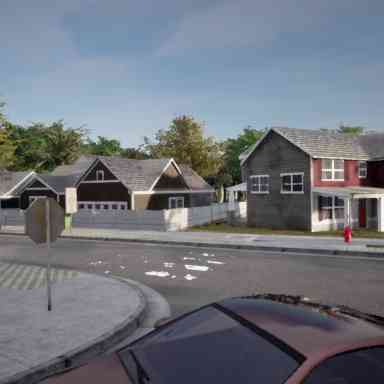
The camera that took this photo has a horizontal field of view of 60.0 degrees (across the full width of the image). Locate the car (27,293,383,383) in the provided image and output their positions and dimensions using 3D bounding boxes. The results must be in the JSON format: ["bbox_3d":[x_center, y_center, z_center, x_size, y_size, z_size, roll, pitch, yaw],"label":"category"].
[{"bbox_3d":[0.491,1.565,2.351,4.181,1.385,1.994,0,0,-26],"label":"car"}]
